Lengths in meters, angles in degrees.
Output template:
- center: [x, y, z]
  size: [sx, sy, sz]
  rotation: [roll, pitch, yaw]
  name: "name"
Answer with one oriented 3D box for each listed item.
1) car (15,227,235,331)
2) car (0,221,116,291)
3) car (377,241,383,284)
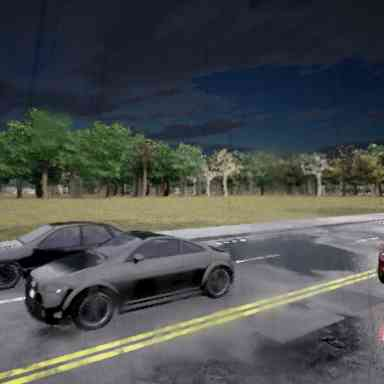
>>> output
- center: [-1.118, 1.554, 6.877]
  size: [4.181, 1.385, 1.994]
  rotation: [0, 0, -35]
  name: "car"
- center: [-3.415, 1.539, 9.230]
  size: [5.357, 1.411, 2.033]
  rotation: [0, 0, -36]
  name: "car"
- center: [6.534, 1.318, 8.097]
  size: [4.553, 1.767, 2.097]
  rotation: [0, 0, -35]
  name: "car"
